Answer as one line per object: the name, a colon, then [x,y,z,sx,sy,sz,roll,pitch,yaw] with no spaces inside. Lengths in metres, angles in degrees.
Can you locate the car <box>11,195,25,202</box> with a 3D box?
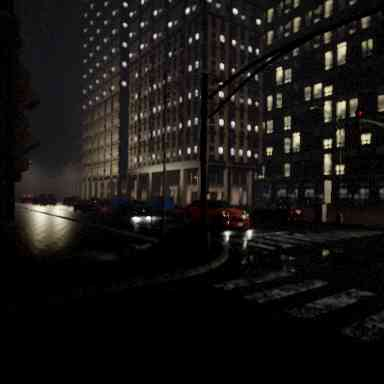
car: [-36.693,1.365,70.005,1.947,1.339,4.313,1,-1,-35]

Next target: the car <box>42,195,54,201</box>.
car: [-36.407,1.515,84.066,1.802,1.307,4.206,1,-1,-35]

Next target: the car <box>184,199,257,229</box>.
car: [1.477,1.266,20.768,2.097,1.767,4.553,1,-1,-35]

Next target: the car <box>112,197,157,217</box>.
car: [-5.314,1.461,30.321,1.994,1.385,4.181,1,-1,-35]

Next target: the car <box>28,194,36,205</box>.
car: [-23.605,1.401,51.587,1.802,1.307,4.206,1,-1,-35]

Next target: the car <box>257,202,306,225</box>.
car: [6.132,1.451,24.211,1.967,1.590,4.097,1,-1,-35]

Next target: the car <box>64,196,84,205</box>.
car: [-20.134,1.418,56.526,1.837,1.490,4.892,1,-1,-35]

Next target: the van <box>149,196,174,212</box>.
van: [-3.683,1.328,38.025,1.690,1.788,3.998,1,-1,-35]

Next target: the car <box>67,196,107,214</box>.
car: [-10.517,1.396,33.169,2.008,1.369,4.403,1,-1,-35]

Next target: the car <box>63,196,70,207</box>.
car: [-16.317,1.351,45.895,1.882,1.535,5.008,1,-1,-35]

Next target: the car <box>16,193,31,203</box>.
car: [-30.145,1.124,60.798,2.192,1.841,5.009,1,-1,-35]

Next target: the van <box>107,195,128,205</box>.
van: [-10.227,1.314,47.234,1.690,1.788,3.998,1,-1,-35]

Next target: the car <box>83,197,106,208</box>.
car: [-14.115,1.450,48.142,1.812,1.442,4.674,1,-1,-35]

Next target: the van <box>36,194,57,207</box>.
van: [-20.330,1.166,46.984,1.690,1.788,3.998,1,-1,-35]

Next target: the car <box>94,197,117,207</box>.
car: [-13.503,1.532,51.836,1.947,1.339,4.313,1,-1,-35]
